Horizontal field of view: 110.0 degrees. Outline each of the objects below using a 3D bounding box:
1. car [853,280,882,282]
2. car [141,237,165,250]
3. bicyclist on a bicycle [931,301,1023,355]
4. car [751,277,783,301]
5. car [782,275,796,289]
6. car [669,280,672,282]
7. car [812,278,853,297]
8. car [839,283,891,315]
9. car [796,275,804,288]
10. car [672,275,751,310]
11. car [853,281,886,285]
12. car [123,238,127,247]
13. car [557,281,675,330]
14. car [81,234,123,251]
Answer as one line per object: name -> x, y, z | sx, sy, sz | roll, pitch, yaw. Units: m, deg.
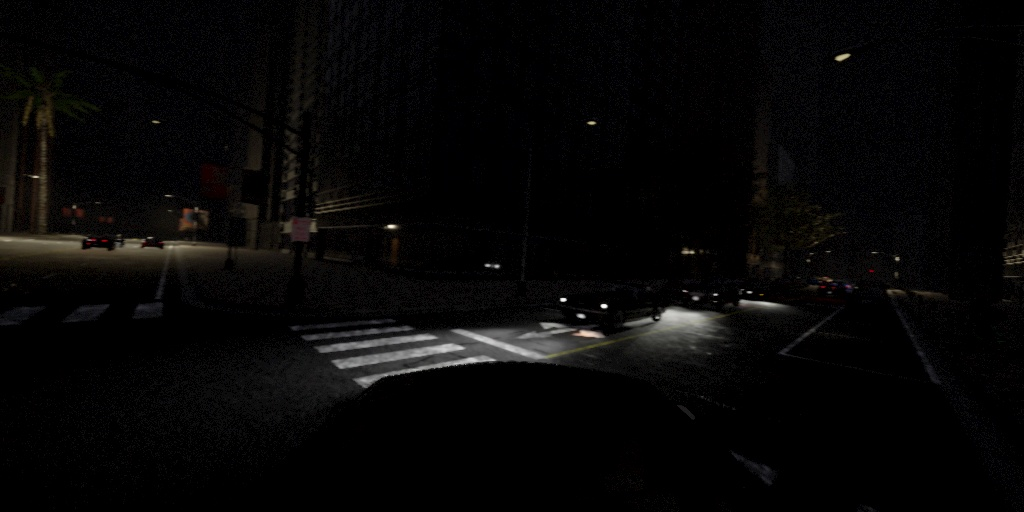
car -> 33.367, 3.181, 33.305 | 5.009, 1.841, 2.192 | 0, 0, -44
car -> -43.603, -1.562, 43.595 | 1.994, 1.385, 4.181 | 4, 0, -43
bicyclist on a bicycle -> 13.085, 1.862, 10.090 | 0.582, 1.620, 1.656 | 4, 0, -44
car -> 18.260, 2.411, 26.563 | 4.892, 1.490, 1.837 | 4, 0, -44
car -> 35.503, 3.578, 47.285 | 4.507, 1.381, 1.888 | 0, 0, -44
car -> 11.305, 2.052, 23.686 | 4.207, 1.307, 1.802 | 0, 0, -44
car -> 30.179, 3.157, 33.732 | 4.902, 1.511, 2.128 | 4, 0, -44
car -> 21.270, 2.652, 21.506 | 4.313, 1.339, 1.948 | 0, 0, -44
car -> 39.536, 3.610, 51.218 | 5.009, 1.841, 2.192 | 0, 0, -44
car -> 10.789, 1.922, 19.289 | 4.902, 1.511, 2.128 | 4, 0, -44
car -> 29.334, 3.150, 29.372 | 4.507, 1.381, 1.888 | 0, 0, -44
car -> -45.724, -1.778, 41.053 | 2.128, 1.511, 4.902 | 4, 0, -43
car -> 3.619, 1.581, 12.315 | 1.895, 1.301, 4.718 | 3, 0, 45
car -> -38.586, -1.309, 33.575 | 2.128, 1.511, 4.902 | 4, 0, -43
